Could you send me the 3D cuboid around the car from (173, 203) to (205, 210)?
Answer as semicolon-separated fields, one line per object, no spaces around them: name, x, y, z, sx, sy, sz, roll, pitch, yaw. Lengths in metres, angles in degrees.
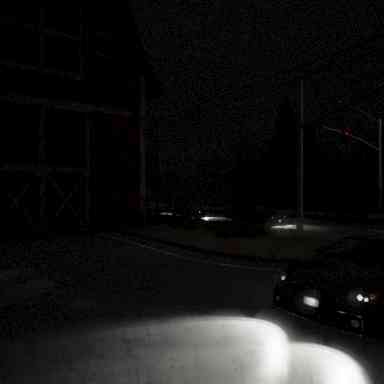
car;-0.365;1.787;33.819;1.994;1.385;4.181;0;0;-34

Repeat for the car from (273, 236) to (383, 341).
car;3.544;1.597;6.526;4.181;1.385;1.994;0;0;-36

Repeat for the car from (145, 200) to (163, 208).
car;-5.352;1.869;41.081;1.895;1.301;4.718;0;0;-34

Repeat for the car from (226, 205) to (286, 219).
car;4.857;1.722;26.208;2.033;1.411;5.357;0;0;-34

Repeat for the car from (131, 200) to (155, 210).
car;-7.439;1.888;50.651;1.994;1.385;4.181;0;0;-34
